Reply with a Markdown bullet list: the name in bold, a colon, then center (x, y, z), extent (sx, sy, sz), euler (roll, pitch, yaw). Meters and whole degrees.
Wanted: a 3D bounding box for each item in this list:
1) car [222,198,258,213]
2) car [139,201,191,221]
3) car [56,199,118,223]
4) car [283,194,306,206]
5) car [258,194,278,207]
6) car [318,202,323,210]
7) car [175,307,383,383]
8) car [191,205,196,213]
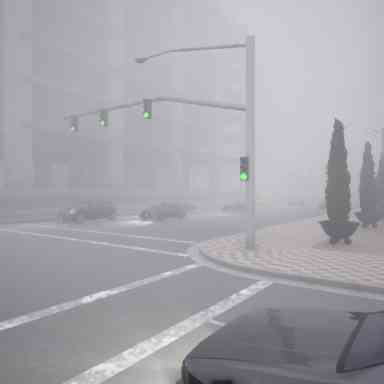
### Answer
- **car**: center (5.226, 1.594, 37.553), extent (1.895, 1.301, 4.718), euler (0, 0, 36)
- **car**: center (-2.321, 1.557, 27.114), extent (1.994, 1.385, 4.181), euler (0, 0, 36)
- **car**: center (-7.930, 1.344, 25.329), extent (2.097, 1.767, 4.553), euler (0, 0, 36)
- **car**: center (16.766, 1.534, 53.357), extent (1.812, 1.442, 4.674), euler (0, 0, 36)
- **car**: center (10.943, 1.470, 51.354), extent (1.882, 1.535, 5.008), euler (0, 0, 36)
- **car**: center (17.715, 1.597, 42.548), extent (1.895, 1.301, 4.718), euler (0, 0, 36)
- **car**: center (2.430, 1.548, 2.229), extent (5.357, 1.411, 2.033), euler (0, 0, 36)
- **car**: center (-1.620, 1.593, 34.060), extent (1.895, 1.301, 4.718), euler (0, 0, 36)
